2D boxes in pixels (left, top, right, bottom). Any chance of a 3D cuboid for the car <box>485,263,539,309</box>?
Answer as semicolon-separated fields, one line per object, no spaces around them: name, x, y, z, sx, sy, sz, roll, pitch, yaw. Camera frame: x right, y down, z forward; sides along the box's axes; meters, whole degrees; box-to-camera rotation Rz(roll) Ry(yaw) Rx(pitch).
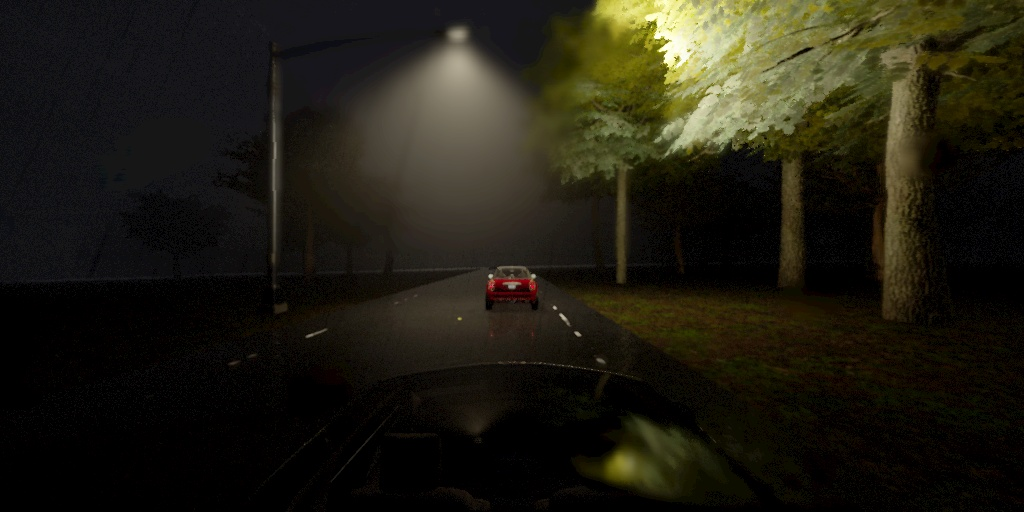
car;0.003;1.235;15.905;2.097;1.767;4.553;0;-1;0
